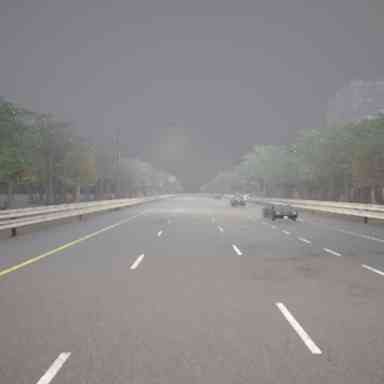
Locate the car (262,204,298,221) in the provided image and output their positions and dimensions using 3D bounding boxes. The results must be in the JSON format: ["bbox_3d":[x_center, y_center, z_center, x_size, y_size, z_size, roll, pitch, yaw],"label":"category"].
[{"bbox_3d":[7.002,1.617,26.990,1.895,1.301,4.718,0,0,0],"label":"car"}]

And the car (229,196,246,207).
[{"bbox_3d":[7.066,1.398,52.167,2.097,1.767,4.553,0,0,0],"label":"car"}]
